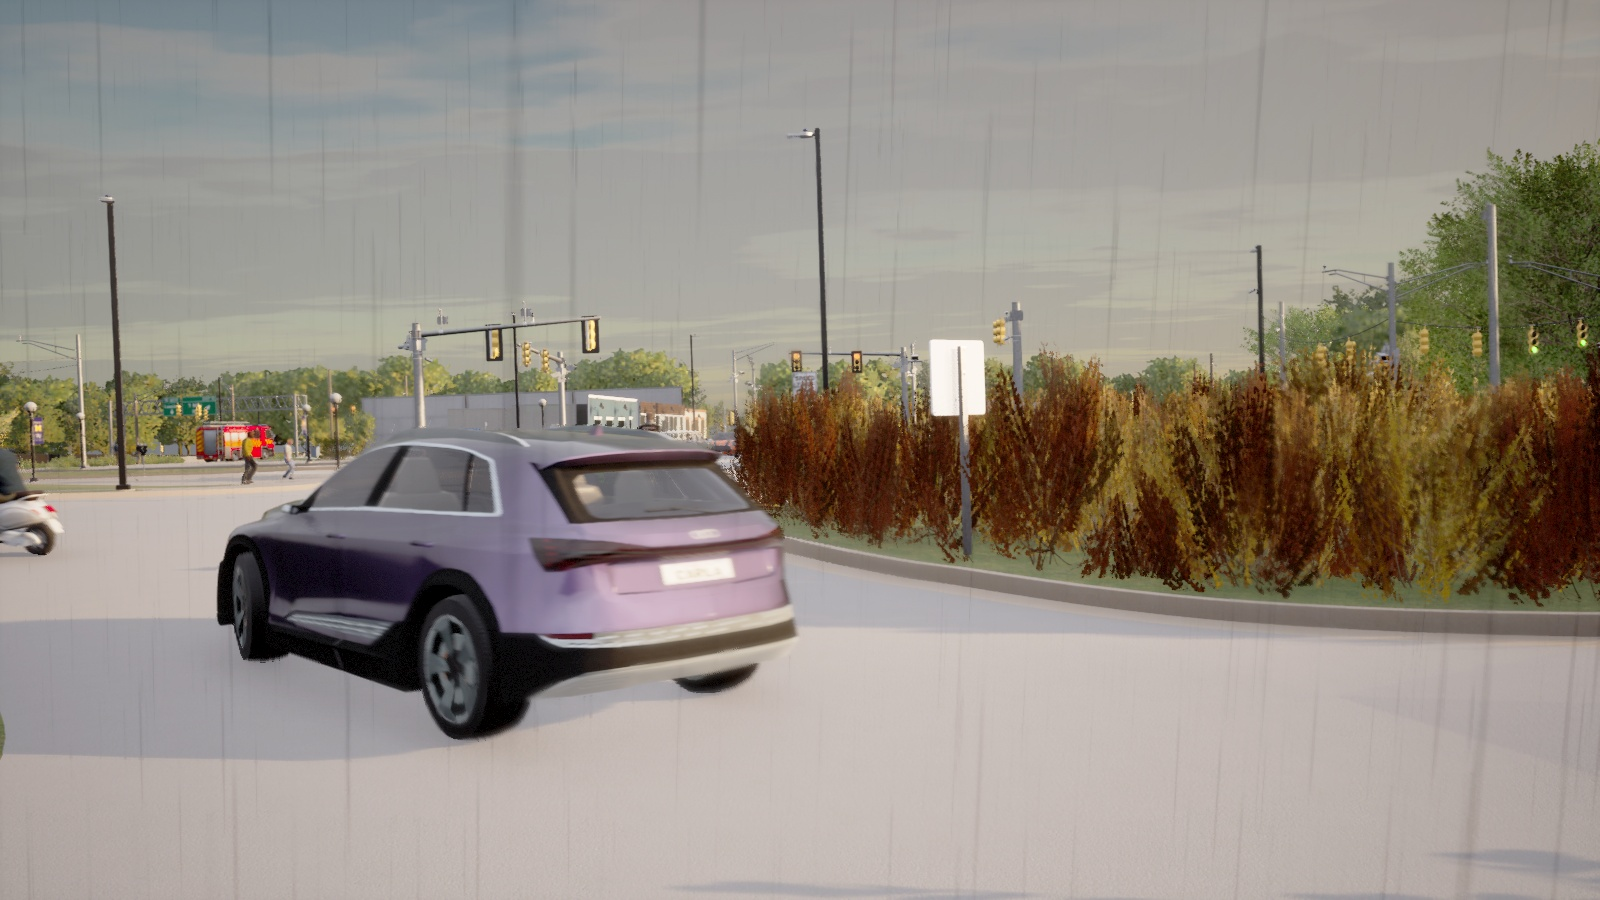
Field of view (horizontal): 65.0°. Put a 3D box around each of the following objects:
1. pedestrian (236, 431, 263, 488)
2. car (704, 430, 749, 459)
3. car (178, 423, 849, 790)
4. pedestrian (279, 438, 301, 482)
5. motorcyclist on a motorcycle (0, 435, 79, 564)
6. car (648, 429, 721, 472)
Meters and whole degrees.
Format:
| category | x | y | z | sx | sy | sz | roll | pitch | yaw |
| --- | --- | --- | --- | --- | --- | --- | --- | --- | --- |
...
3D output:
| category | x | y | z | sx | sy | sz | roll | pitch | yaw |
| --- | --- | --- | --- | --- | --- | --- | --- | --- | --- |
| pedestrian | -18.174 | 0.299 | 41.478 | 0.726 | 1.835 | 0.370 | -3 | 2 | -25 |
| car | -4.800 | -0.366 | 82.489 | 2.097 | 1.767 | 4.553 | -2 | 1 | 7 |
| car | -2.136 | 0.663 | 8.168 | 2.033 | 1.649 | 4.856 | -2 | 2 | -44 |
| pedestrian | -21.802 | 0.430 | 53.699 | 0.706 | 1.836 | 0.354 | -2 | 1 | 2 |
| motorcyclist on a motorcycle | -10.442 | 0.626 | 16.128 | 1.817 | 1.590 | 0.866 | -1 | 2 | 1 |
| car | -4.285 | 0.010 | 47.099 | 1.970 | 1.475 | 3.806 | -2 | 0 | 6 |
